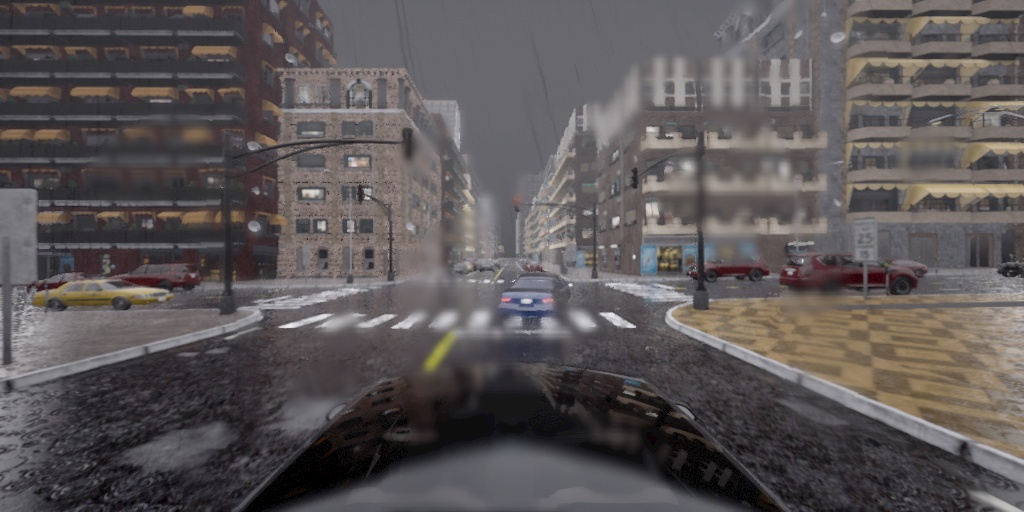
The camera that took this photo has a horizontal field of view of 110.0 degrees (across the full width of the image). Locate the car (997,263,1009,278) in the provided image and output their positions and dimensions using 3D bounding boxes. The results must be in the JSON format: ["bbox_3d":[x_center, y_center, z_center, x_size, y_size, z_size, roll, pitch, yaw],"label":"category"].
[{"bbox_3d":[32.849,0.627,21.853,4.892,1.490,1.837,-1,0,0],"label":"car"}]

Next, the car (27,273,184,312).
[{"bbox_3d":[-17.636,1.597,15.607,4.829,1.417,1.751,0,0,-1],"label":"car"}]

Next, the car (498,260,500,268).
[{"bbox_3d":[-3.056,1.296,63.226,1.882,1.535,5.008,0,0,0],"label":"car"}]

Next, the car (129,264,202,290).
[{"bbox_3d":[-23.608,1.481,23.901,5.009,1.841,2.192,0,0,-1],"label":"car"}]

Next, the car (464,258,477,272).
[{"bbox_3d":[-5.707,1.318,43.451,1.751,1.417,4.829,0,0,0],"label":"car"}]

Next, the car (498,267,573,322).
[{"bbox_3d":[0.997,1.285,12.355,2.033,1.411,5.357,0,0,13],"label":"car"}]

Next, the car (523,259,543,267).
[{"bbox_3d":[2.673,1.232,43.626,1.967,1.591,4.097,0,0,0],"label":"car"}]

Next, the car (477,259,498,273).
[{"bbox_3d":[-3.110,1.298,44.848,1.837,1.490,4.892,0,0,0],"label":"car"}]

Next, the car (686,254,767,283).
[{"bbox_3d":[14.566,0.777,24.282,5.009,1.841,2.192,0,0,-1],"label":"car"}]

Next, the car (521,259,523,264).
[{"bbox_3d":[2.671,1.239,49.308,1.967,1.591,4.097,0,0,0],"label":"car"}]

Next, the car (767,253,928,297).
[{"bbox_3d":[14.704,0.786,15.903,5.009,1.841,2.192,0,0,-1],"label":"car"}]

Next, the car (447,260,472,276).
[{"bbox_3d":[-5.705,1.352,37.938,1.948,1.339,4.313,0,0,0],"label":"car"}]

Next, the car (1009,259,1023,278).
[{"bbox_3d":[25.798,0.830,16.004,4.313,1.339,1.948,0,0,-1],"label":"car"}]

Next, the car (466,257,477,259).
[{"bbox_3d":[-5.709,1.114,49.303,2.192,1.841,5.009,0,0,0],"label":"car"}]
